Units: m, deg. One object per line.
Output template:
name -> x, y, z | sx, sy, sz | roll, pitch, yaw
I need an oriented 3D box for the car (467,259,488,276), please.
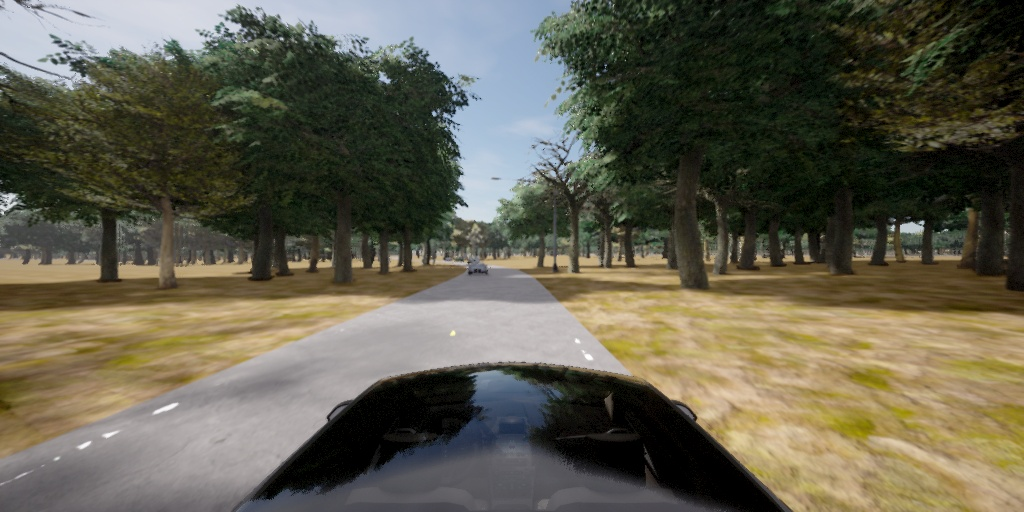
car -> -3.400, 1.263, 36.448 | 1.994, 1.385, 4.181 | 0, 0, -3
